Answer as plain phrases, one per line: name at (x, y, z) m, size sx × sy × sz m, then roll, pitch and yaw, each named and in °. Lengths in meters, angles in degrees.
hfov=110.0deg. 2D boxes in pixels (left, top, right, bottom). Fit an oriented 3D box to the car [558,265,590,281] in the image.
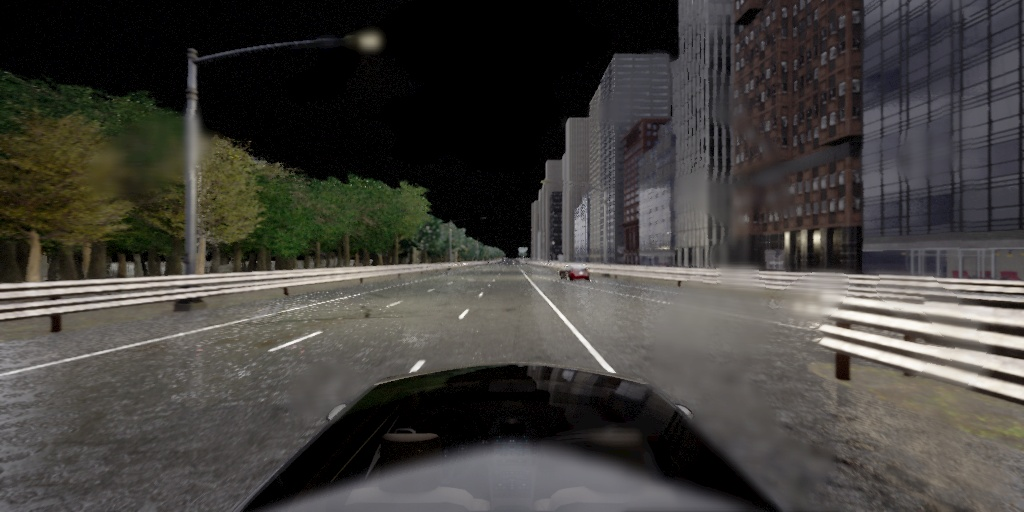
car at (5.907, 1.613, 34.527) m, size 2.163 × 1.488 × 4.792 m, roll 0°, pitch -1°, yaw -8°
